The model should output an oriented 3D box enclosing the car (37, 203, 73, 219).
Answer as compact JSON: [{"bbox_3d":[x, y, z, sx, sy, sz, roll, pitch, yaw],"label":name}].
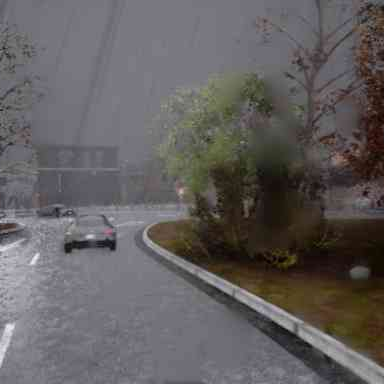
[{"bbox_3d":[-12.788,1.773,31.473,4.181,1.385,1.994,-1,0,33],"label":"car"}]

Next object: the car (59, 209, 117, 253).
[{"bbox_3d":[-4.299,1.627,14.223,1.994,1.385,4.181,-1,0,-16],"label":"car"}]
